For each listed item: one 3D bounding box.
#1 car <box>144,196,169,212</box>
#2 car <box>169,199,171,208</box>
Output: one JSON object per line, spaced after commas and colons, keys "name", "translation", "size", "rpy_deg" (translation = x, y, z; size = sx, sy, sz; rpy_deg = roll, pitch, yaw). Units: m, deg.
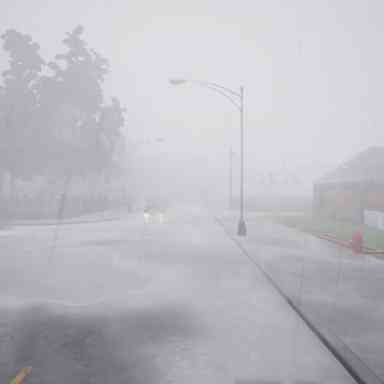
{"name": "car", "translation": [-4.175, 1.352, 37.899], "size": [2.097, 1.767, 4.553], "rpy_deg": [0, 0, 0]}
{"name": "car", "translation": [-4.175, 1.352, 48.151], "size": [2.097, 1.767, 4.553], "rpy_deg": [0, 0, 0]}
